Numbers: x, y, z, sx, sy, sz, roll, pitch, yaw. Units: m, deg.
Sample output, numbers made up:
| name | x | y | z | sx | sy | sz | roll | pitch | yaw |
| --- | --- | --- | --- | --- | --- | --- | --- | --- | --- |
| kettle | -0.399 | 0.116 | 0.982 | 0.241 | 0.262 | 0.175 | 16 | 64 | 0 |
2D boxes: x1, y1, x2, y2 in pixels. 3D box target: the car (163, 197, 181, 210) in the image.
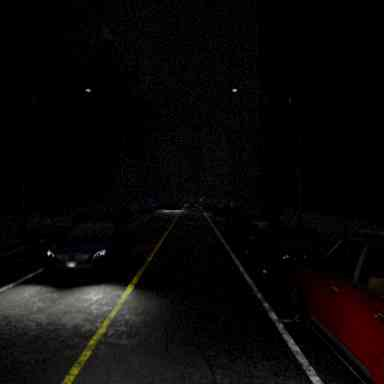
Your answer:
| name | x | y | z | sx | sy | sz | roll | pitch | yaw |
| --- | --- | --- | --- | --- | --- | --- | --- | --- | --- |
| car | -3.036 | 1.979 | 51.260 | 1.837 | 1.490 | 4.892 | 0 | 0 | 0 |

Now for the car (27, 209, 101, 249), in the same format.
| name | x | y | z | sx | sy | sz | roll | pitch | yaw |
| --- | --- | --- | --- | --- | --- | --- | --- | --- | --- |
| car | -5.845 | 1.675 | 15.236 | 1.887 | 1.381 | 4.507 | 0 | 0 | 0 |

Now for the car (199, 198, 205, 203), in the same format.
| name | x | y | z | sx | sy | sz | roll | pitch | yaw |
| --- | --- | --- | --- | --- | --- | --- | --- | --- | --- |
| car | 2.744 | 2.499 | 94.368 | 1.752 | 1.417 | 4.829 | 0 | -1 | 1 |

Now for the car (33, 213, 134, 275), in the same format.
| name | x | y | z | sx | sy | sz | roll | pitch | yaw |
| --- | --- | --- | --- | --- | --- | --- | --- | --- | --- |
| car | -3.093 | 1.618 | 10.864 | 1.812 | 1.442 | 4.674 | 0 | 0 | 0 |

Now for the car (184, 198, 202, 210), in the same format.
| name | x | y | z | sx | sy | sz | roll | pitch | yaw |
| --- | --- | --- | --- | --- | --- | --- | --- | --- | --- |
| car | 0.067 | 2.034 | 52.441 | 2.033 | 1.411 | 5.357 | 0 | -1 | 1 |

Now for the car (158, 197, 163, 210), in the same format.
| name | x | y | z | sx | sy | sz | roll | pitch | yaw |
| --- | --- | --- | --- | --- | --- | --- | --- | --- | --- |
| car | -5.818 | 1.891 | 49.073 | 1.967 | 1.590 | 4.097 | 0 | -1 | 0 |

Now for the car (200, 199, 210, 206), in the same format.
| name | x | y | z | sx | sy | sz | roll | pitch | yaw |
| --- | --- | --- | --- | --- | --- | --- | --- | --- | --- |
| car | 2.725 | 2.260 | 71.607 | 1.947 | 1.339 | 4.313 | 0 | -1 | 0 |

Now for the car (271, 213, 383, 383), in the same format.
| name | x | y | z | sx | sy | sz | roll | pitch | yaw |
| --- | --- | --- | --- | --- | --- | --- | --- | --- | --- |
| car | 2.672 | 1.349 | 3.946 | 2.192 | 1.841 | 5.009 | 0 | 0 | 0 |

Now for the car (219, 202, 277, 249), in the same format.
| name | x | y | z | sx | sy | sz | roll | pitch | yaw |
| --- | --- | --- | --- | --- | --- | --- | --- | --- | --- |
| car | 2.681 | 1.445 | 15.223 | 2.192 | 1.841 | 5.009 | 0 | 0 | 0 |

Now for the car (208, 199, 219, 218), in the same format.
| name | x | y | z | sx | sy | sz | roll | pitch | yaw |
| --- | --- | --- | --- | --- | --- | --- | --- | --- | --- |
| car | 3.028 | 1.776 | 34.262 | 1.882 | 1.535 | 5.008 | 0 | -1 | 0 |

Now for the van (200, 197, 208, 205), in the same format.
| name | x | y | z | sx | sy | sz | roll | pitch | yaw |
| --- | --- | --- | --- | --- | --- | --- | --- | --- | --- |
| van | 2.729 | 2.100 | 77.248 | 1.690 | 1.788 | 3.998 | 0 | -1 | 0 |

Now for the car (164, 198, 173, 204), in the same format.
| name | x | y | z | sx | sy | sz | roll | pitch | yaw |
| --- | --- | --- | --- | --- | --- | --- | --- | --- | --- |
| car | -5.791 | 2.266 | 82.907 | 1.967 | 1.590 | 4.097 | 0 | -1 | 0 |

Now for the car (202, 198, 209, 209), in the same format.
| name | x | y | z | sx | sy | sz | roll | pitch | yaw |
| --- | --- | --- | --- | --- | --- | --- | --- | --- | --- |
| car | 2.712 | 2.056 | 54.691 | 1.887 | 1.381 | 4.507 | 0 | -1 | 0 |

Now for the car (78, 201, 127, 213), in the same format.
| name | x | y | z | sx | sy | sz | roll | pitch | yaw |
| --- | --- | --- | --- | --- | --- | --- | --- | --- | --- |
| car | -5.840 | 1.493 | 20.878 | 2.192 | 1.841 | 5.009 | 0 | 0 | 0 |

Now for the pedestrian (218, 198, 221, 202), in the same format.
| name | x | y | z | sx | sy | sz | roll | pitch | yaw |
| --- | --- | --- | --- | --- | --- | --- | --- | --- | --- |
| pedestrian | 3.030 | 1.621 | 37.268 | 0.375 | 1.860 | 0.375 | 0 | -1 | -15 |

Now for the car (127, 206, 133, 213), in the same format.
| name | x | y | z | sx | sy | sz | roll | pitch | yaw |
| --- | --- | --- | --- | --- | --- | --- | --- | --- | --- |
| car | -5.835 | 1.793 | 26.516 | 1.947 | 1.339 | 4.313 | 0 | 0 | 0 |

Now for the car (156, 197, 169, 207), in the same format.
| name | x | y | z | sx | sy | sz | roll | pitch | yaw |
| --- | --- | --- | --- | --- | --- | --- | --- | --- | --- |
| car | -5.804 | 1.947 | 65.991 | 2.192 | 1.841 | 5.009 | 0 | -1 | 0 |

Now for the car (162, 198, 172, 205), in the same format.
| name | x | y | z | sx | sy | sz | roll | pitch | yaw |
| --- | --- | --- | --- | --- | --- | --- | --- | --- | --- |
| car | -5.796 | 2.199 | 77.269 | 1.967 | 1.590 | 4.097 | 0 | -1 | 0 |

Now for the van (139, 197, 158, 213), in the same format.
| name | x | y | z | sx | sy | sz | roll | pitch | yaw |
| --- | --- | --- | --- | --- | --- | --- | --- | --- | --- |
| van | -5.823 | 1.733 | 43.434 | 1.690 | 1.788 | 3.998 | 0 | -1 | 0 |

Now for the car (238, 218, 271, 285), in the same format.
| name | x | y | z | sx | sy | sz | roll | pitch | yaw |
| --- | --- | --- | --- | --- | --- | --- | --- | --- | --- |
| car | 2.676 | 1.648 | 9.582 | 1.947 | 1.339 | 4.313 | 0 | 0 | 0 |

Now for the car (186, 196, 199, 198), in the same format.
| name | x | y | z | sx | sy | sz | roll | pitch | yaw |
| --- | --- | --- | --- | --- | --- | --- | --- | --- | --- |
| car | 0.058 | 2.055 | 70.450 | 1.812 | 1.442 | 4.674 | 0 | -1 | 0 |
